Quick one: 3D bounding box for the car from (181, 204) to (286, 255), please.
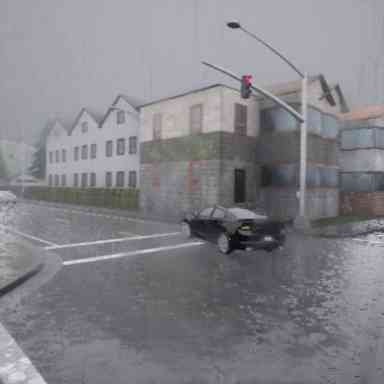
[{"bbox_3d":[1.263,1.174,12.126,1.882,1.535,5.008,2,1,-24],"label":"car"}]

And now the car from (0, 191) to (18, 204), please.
[{"bbox_3d":[-20.210,0.572,35.620,1.812,1.442,4.674,0,1,-44],"label":"car"}]
